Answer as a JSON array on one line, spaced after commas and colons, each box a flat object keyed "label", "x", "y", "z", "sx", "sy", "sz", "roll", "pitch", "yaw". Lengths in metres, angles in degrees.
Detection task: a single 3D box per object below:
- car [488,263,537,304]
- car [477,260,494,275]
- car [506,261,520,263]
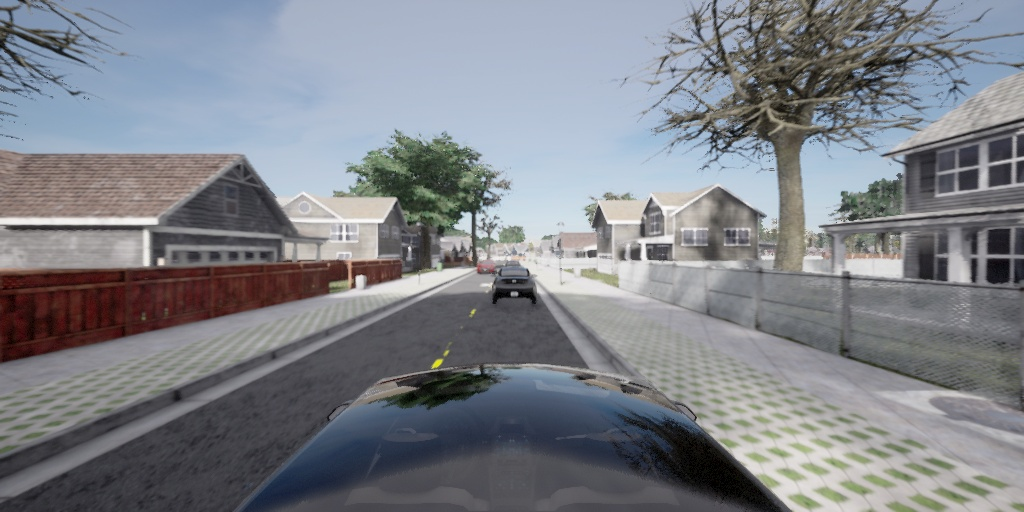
[{"label": "car", "x": 0.096, "y": 1.237, "z": 16.348, "sx": 1.837, "sy": 1.490, "sz": 4.892, "roll": 0, "pitch": 0, "yaw": 0}, {"label": "car", "x": -2.765, "y": 1.180, "z": 39.362, "sx": 1.882, "sy": 1.535, "sz": 5.008, "roll": 0, "pitch": 0, "yaw": 0}, {"label": "car", "x": 0.093, "y": 1.209, "z": 37.412, "sx": 1.837, "sy": 1.490, "sz": 4.892, "roll": 0, "pitch": 0, "yaw": 0}]
